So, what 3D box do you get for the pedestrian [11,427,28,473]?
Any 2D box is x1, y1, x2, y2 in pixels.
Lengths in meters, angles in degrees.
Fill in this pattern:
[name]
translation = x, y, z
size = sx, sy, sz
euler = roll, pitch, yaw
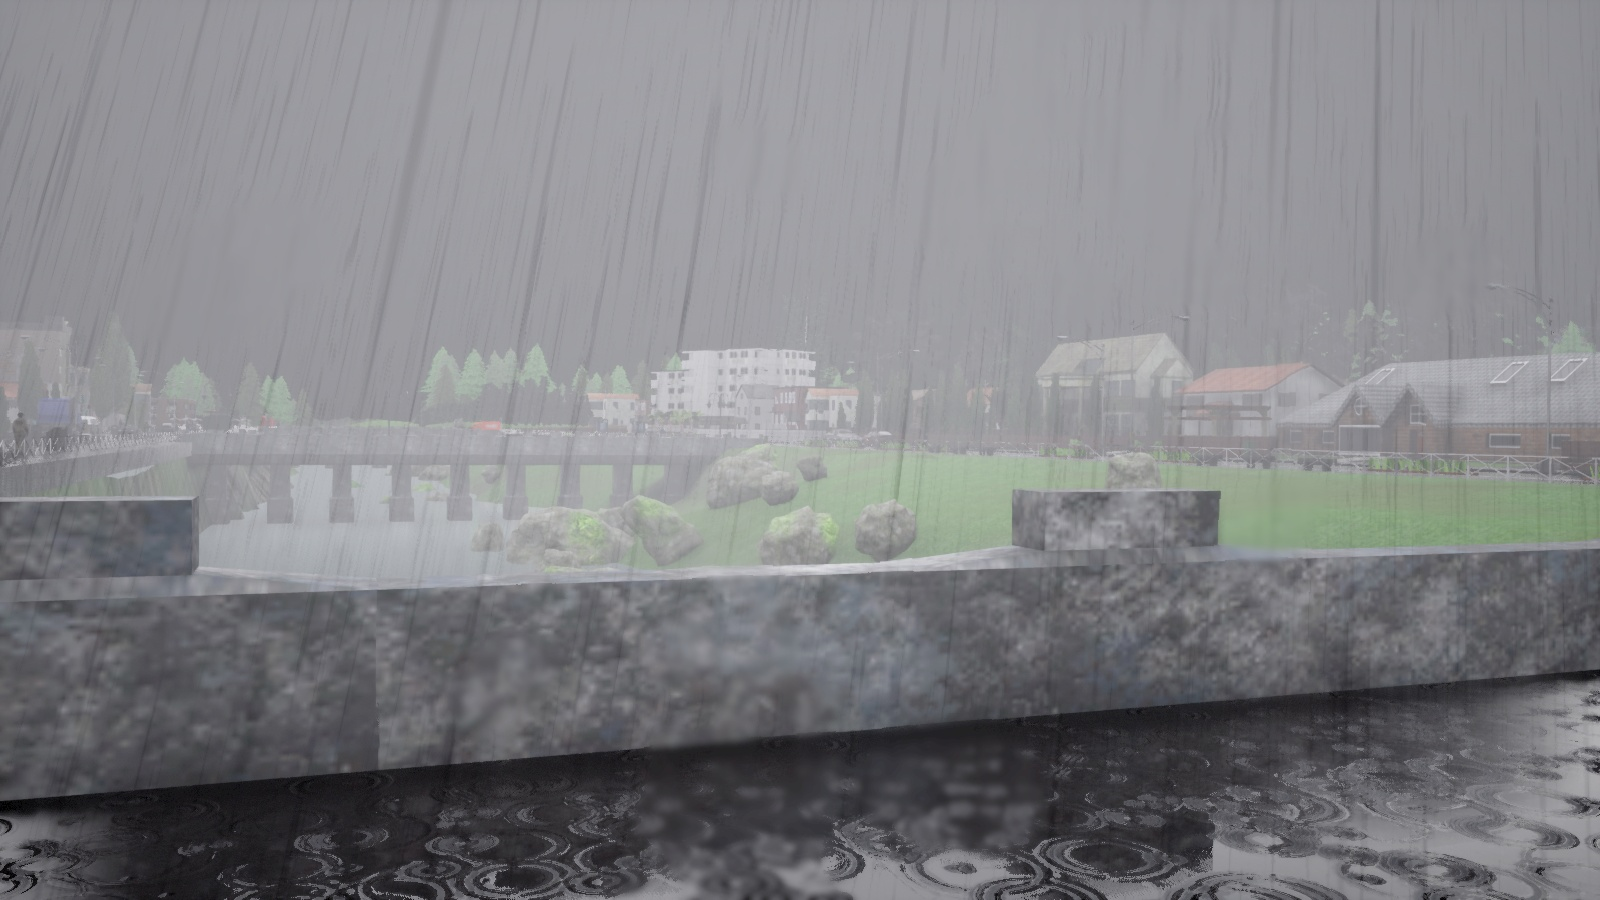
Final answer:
[pedestrian]
translation = -32.867, 0.003, 52.877
size = 0.396, 1.930, 0.692
euler = -1, 1, -17
